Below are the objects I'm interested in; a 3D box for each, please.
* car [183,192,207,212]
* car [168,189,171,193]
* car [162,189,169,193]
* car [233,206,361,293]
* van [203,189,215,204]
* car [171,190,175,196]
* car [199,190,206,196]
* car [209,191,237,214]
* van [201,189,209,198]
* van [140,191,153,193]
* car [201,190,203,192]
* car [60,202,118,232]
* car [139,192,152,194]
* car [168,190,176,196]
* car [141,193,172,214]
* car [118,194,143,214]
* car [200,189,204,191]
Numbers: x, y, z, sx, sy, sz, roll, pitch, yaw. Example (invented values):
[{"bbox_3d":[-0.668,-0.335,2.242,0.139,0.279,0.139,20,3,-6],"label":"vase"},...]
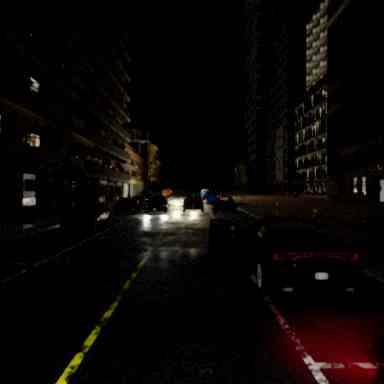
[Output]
[{"bbox_3d":[0.130,1.017,31.420,1.882,1.535,5.008,0,1,0],"label":"car"},{"bbox_3d":[-5.525,0.616,62.426,1.752,1.417,4.829,1,1,0],"label":"car"},{"bbox_3d":[-5.539,0.719,57.026,2.008,1.369,4.403,1,1,0],"label":"car"},{"bbox_3d":[2.381,1.350,8.567,1.882,1.535,5.008,0,1,0],"label":"car"},{"bbox_3d":[2.817,0.671,45.865,1.690,1.788,3.998,1,1,0],"label":"van"},{"bbox_3d":[-5.494,0.243,73.731,2.192,1.841,5.009,1,1,0],"label":"car"},{"bbox_3d":[2.924,0.213,90.589,1.752,1.417,4.829,1,1,0],"label":"car"},{"bbox_3d":[2.774,1.012,29.159,1.967,1.590,4.097,1,1,0],"label":"car"},{"bbox_3d":[2.885,0.269,73.710,1.690,1.788,3.998,1,1,0],"label":"van"},{"bbox_3d":[-5.577,0.751,40.317,1.690,1.788,3.998,1,1,0],"label":"van"},{"bbox_3d":[2.841,0.751,57.005,1.802,1.307,4.206,1,1,0],"label":"car"},{"bbox_3d":[-5.635,1.278,18.043,1.887,1.381,4.507,1,1,0],"label":"car"},{"bbox_3d":[-5.594,1.041,34.751,2.008,1.369,4.403,1,1,0],"label":"car"},{"bbox_3d":[-5.457,0.234,90.441,1.887,1.381,4.507,1,1,0],"label":"car"},{"bbox_3d":[-3.025,1.095,29.326,1.812,1.442,4.674,0,1,0],"label":"car"},{"bbox_3d":[-5.608,1.137,29.182,1.947,1.339,4.313,1,1,0],"label":"car"},{"bbox_3d":[2.856,0.611,62.743,1.752,1.417,4.829,1,1,0],"label":"car"}]
